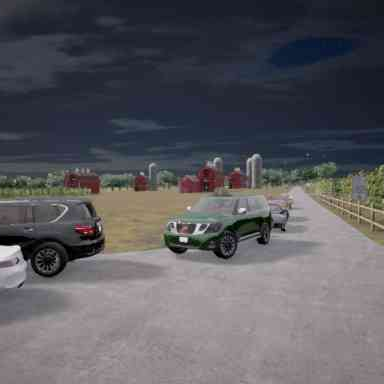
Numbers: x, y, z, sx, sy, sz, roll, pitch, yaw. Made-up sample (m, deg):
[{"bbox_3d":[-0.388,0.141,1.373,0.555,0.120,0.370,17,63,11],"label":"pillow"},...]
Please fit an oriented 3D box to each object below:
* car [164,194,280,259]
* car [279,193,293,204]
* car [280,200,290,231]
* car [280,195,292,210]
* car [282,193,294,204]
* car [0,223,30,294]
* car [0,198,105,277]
[{"bbox_3d":[1.271,1.112,12.702,2.150,2.045,5.566,0,0,34],"label":"car"},{"bbox_3d":[14.277,0.972,50.274,1.882,1.535,5.008,0,1,18],"label":"car"},{"bbox_3d":[4.376,1.386,19.032,1.994,1.385,4.181,0,0,17],"label":"car"},{"bbox_3d":[6.215,1.243,24.770,1.882,1.535,5.008,0,0,17],"label":"car"},{"bbox_3d":[10.105,1.144,37.078,1.837,1.490,4.892,0,0,17],"label":"car"},{"bbox_3d":[-5.762,1.614,6.330,4.674,1.442,1.812,-2,1,-27],"label":"car"},{"bbox_3d":[-5.385,1.231,9.616,5.566,2.045,2.150,-1,1,-4],"label":"car"}]
